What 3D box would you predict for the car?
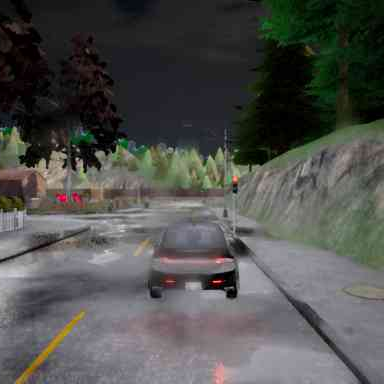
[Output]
[{"bbox_3d":[0.052,1.491,8.464,2.128,1.511,4.902,0,0,1],"label":"car"}]
